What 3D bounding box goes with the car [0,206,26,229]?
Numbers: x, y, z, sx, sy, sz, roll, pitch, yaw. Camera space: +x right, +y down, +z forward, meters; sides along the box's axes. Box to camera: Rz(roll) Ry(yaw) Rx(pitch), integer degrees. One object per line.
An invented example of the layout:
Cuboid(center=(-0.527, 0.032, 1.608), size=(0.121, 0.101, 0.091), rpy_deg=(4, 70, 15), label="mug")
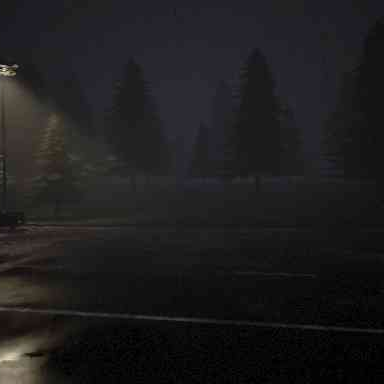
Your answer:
Cuboid(center=(-12.901, 1.628, 20.729), size=(4.902, 1.511, 2.128), rpy_deg=(-1, 0, 10), label="car")
